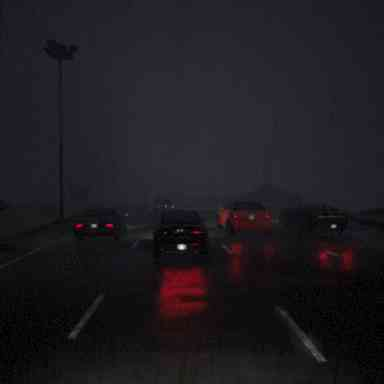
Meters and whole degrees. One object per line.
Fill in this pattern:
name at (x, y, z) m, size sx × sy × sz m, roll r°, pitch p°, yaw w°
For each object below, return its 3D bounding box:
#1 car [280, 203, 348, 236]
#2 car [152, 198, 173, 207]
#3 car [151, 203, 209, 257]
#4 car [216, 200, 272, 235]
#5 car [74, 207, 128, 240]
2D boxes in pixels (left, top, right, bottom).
car at (6.142, 1.305, 17.331) m, size 2.128 × 1.511 × 4.902 m, roll 0°, pitch 1°, yaw -5°
car at (-2.685, 1.261, 30.976) m, size 2.033 × 1.411 × 5.357 m, roll 0°, pitch 1°, yaw -10°
car at (-0.471, 1.387, 12.457) m, size 1.837 × 1.490 × 4.892 m, roll 0°, pitch 1°, yaw -4°
car at (2.593, 1.175, 17.601) m, size 2.097 × 1.767 × 4.553 m, roll 0°, pitch 1°, yaw -5°
car at (-4.234, 1.407, 16.096) m, size 2.033 × 1.411 × 5.357 m, roll 0°, pitch 1°, yaw -5°
